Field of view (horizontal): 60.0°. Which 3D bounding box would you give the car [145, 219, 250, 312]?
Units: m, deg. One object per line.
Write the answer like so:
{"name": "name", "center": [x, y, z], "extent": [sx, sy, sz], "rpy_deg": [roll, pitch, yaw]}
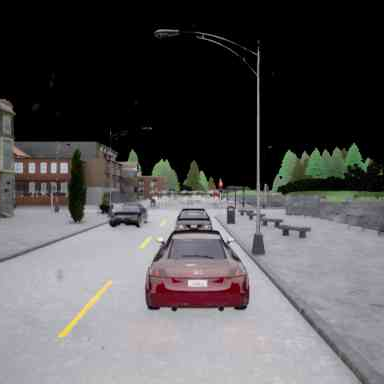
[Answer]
{"name": "car", "center": [0.091, 1.564, 7.819], "extent": [1.994, 1.385, 4.181], "rpy_deg": [0, 0, 0]}

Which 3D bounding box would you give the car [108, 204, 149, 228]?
{"name": "car", "center": [-4.076, 1.548, 22.276], "extent": [2.033, 1.411, 5.357], "rpy_deg": [0, 0, 0]}

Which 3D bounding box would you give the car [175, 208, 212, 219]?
{"name": "car", "center": [0.074, 1.547, 17.055], "extent": [2.033, 1.411, 5.357], "rpy_deg": [0, 0, 0]}
